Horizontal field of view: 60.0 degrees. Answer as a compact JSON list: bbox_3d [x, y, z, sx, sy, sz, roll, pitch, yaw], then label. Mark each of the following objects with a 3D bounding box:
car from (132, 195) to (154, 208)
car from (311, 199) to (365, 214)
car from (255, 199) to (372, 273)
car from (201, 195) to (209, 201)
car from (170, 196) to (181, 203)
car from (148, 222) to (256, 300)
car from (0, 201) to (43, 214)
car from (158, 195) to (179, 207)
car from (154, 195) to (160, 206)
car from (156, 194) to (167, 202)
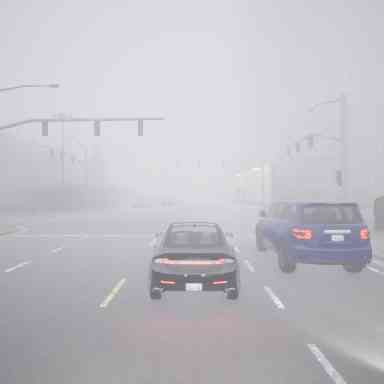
[{"bbox_3d":[-7.153,1.352,47.272,2.097,1.767,4.553,0,0,2],"label":"car"},{"bbox_3d":[15.577,1.560,35.638,4.892,1.490,1.837,0,0,0],"label":"car"},{"bbox_3d":[3.570,1.221,10.841,2.150,2.045,5.566,0,0,0],"label":"car"},{"bbox_3d":[3.485,1.525,88.830,2.128,1.511,4.902,0,0,0],"label":"car"},{"bbox_3d":[-3.512,1.540,71.885,2.033,1.411,5.357,0,0,0],"label":"car"},{"bbox_3d":[0.055,1.492,8.396,2.128,1.511,4.902,0,0,0],"label":"car"},{"bbox_3d":[-18.640,1.656,35.560,4.718,1.301,1.895,0,0,0],"label":"car"},{"bbox_3d":[-3.595,1.547,51.890,2.033,1.411,5.357,0,0,0],"label":"car"},{"bbox_3d":[-7.094,1.352,56.096,2.097,1.767,4.553,0,0,0],"label":"car"},{"bbox_3d":[-7.013,1.355,76.464,2.097,1.767,4.553,0,0,0],"label":"car"}]
